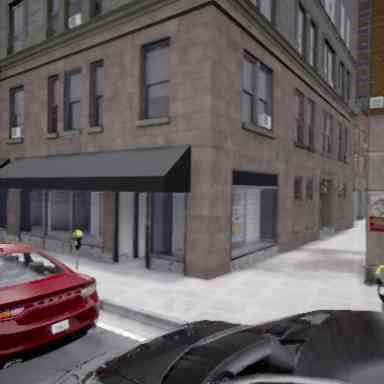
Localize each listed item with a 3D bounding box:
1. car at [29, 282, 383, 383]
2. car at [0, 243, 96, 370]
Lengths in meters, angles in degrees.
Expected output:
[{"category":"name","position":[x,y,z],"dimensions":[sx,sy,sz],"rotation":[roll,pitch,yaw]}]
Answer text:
[{"category":"car","position":[1.041,1.564,2.209],"dimensions":[4.313,1.339,1.947],"rotation":[0,1,36]},{"category":"car","position":[-3.440,1.516,5.407],"dimensions":[4.507,1.381,1.887],"rotation":[0,1,36]}]
